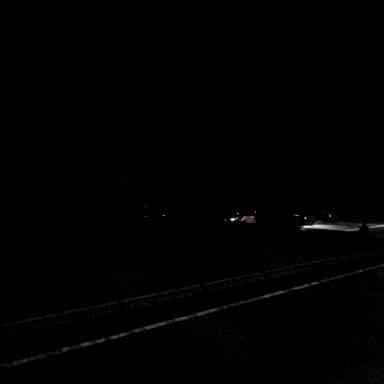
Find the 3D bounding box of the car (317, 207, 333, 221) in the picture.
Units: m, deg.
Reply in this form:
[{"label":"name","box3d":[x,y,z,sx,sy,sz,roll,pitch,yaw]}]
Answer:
[{"label":"car","box3d":[8.981,1.586,27.250,2.128,1.511,4.902,0,-1,-39]}]

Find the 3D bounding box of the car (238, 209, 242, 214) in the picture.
[{"label":"car","box3d":[2.734,1.787,34.667,2.033,1.411,5.357,0,-1,-42]}]

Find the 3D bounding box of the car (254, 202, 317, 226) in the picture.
[{"label":"car","box3d":[6.622,1.651,24.601,1.994,1.385,4.181,0,-1,-39]}]
